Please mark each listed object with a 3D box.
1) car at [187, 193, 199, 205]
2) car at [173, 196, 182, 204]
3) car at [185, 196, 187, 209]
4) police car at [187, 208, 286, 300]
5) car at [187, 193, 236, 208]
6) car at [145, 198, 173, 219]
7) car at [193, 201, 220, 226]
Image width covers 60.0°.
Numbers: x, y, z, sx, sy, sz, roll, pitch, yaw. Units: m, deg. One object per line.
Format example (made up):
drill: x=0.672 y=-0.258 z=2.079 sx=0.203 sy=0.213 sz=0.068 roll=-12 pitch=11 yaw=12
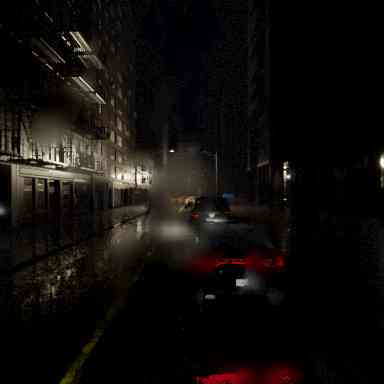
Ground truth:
car: x=0.150 y=1.263 z=59.565 sx=2.150 sy=2.045 sz=5.566 roll=0 pitch=0 yaw=0
car: x=-2.841 y=1.522 z=63.442 sx=1.882 sy=1.535 sz=5.008 roll=0 pitch=0 yaw=0
car: x=0.147 y=1.375 z=45.570 sx=2.097 sy=1.767 sz=4.553 roll=0 pitch=0 yaw=1
police car: x=0.920 y=1.425 z=8.560 sx=1.930 sy=1.638 sz=5.238 roll=0 pitch=0 yaw=0
car: x=0.947 y=1.226 z=18.480 sx=2.150 sy=2.045 sz=5.566 roll=0 pitch=0 yaw=0
car: x=-3.027 y=1.531 z=29.752 sx=1.812 sy=1.442 sz=4.674 roll=0 pitch=0 yaw=0
car: x=0.962 y=1.508 z=24.451 sx=1.837 sy=1.490 sz=4.892 roll=0 pitch=0 yaw=0
